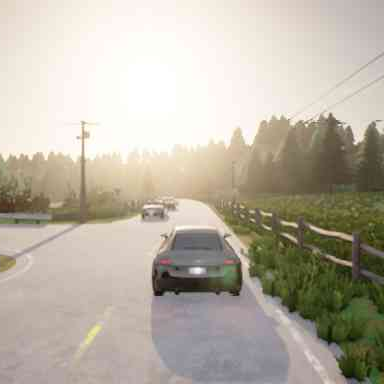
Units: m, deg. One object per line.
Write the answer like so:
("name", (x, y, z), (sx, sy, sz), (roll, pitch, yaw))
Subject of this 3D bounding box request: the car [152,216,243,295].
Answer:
("car", (0.105, 1.556, 8.720), (1.994, 1.385, 4.181), (0, 0, 0))

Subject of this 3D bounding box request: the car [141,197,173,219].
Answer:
("car", (-3.171, 1.464, 28.822), (2.128, 1.511, 4.902), (0, 0, 2))

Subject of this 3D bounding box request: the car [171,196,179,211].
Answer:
("car", (-2.997, 1.439, 41.271), (1.882, 1.535, 5.008), (0, 0, 0))
